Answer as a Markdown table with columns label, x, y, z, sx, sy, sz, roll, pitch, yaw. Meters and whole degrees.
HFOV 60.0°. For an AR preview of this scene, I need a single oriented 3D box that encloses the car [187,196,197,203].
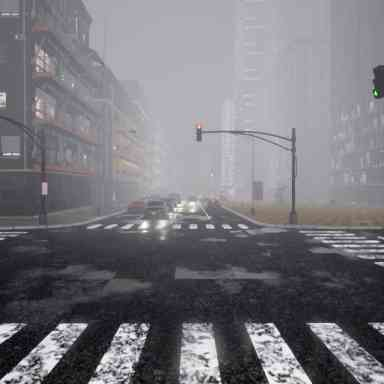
| label | x | y | z | sx | sy | sz | roll | pitch | yaw |
| --- | --- | --- | --- | --- | --- | --- | --- | --- | --- |
| car | 0.044 | 1.479 | 69.792 | 1.882 | 1.535 | 5.008 | 0 | 0 | 0 |

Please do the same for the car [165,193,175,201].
| label | x | y | z | sx | sy | sz | roll | pitch | yaw |
| --- | --- | --- | --- | --- | --- | --- | --- | --- | --- |
| car | -5.775 | 1.321 | 86.204 | 2.192 | 1.841 | 5.009 | -1 | 0 | 0 |

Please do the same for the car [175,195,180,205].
| label | x | y | z | sx | sy | sz | roll | pitch | yaw |
| --- | --- | --- | --- | --- | --- | --- | --- | --- | --- |
| car | -3.129 | 1.522 | 48.764 | 1.812 | 1.442 | 4.674 | 0 | 0 | 0 |

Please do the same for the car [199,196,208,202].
| label | x | y | z | sx | sy | sz | roll | pitch | yaw |
| --- | --- | --- | --- | --- | --- | --- | --- | --- | --- |
| car | 2.585 | 1.548 | 74.970 | 1.887 | 1.381 | 4.507 | -1 | 0 | 0 |

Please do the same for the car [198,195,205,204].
| label | x | y | z | sx | sy | sz | roll | pitch | yaw |
| --- | --- | --- | --- | --- | --- | --- | --- | --- | --- |
| car | 2.594 | 1.551 | 63.672 | 2.008 | 1.369 | 4.403 | -1 | 0 | 0 |

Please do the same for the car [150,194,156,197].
| label | x | y | z | sx | sy | sz | roll | pitch | yaw |
| --- | --- | --- | --- | --- | --- | --- | --- | --- | --- |
| car | -5.736 | 1.436 | 41.012 | 1.967 | 1.590 | 4.097 | -1 | 0 | 0 |

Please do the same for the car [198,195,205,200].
| label | x | y | z | sx | sy | sz | roll | pitch | yaw |
| --- | --- | --- | --- | --- | --- | --- | --- | --- | --- |
| car | 2.570 | 1.534 | 92.087 | 1.752 | 1.417 | 4.829 | -1 | 0 | 0 |

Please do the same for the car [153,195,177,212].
| label | x | y | z | sx | sy | sz | roll | pitch | yaw |
| --- | --- | --- | --- | --- | --- | --- | --- | --- | --- |
| car | -3.127 | 1.473 | 38.881 | 1.882 | 1.535 | 5.008 | 0 | 0 | 0 |

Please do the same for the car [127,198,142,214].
| label | x | y | z | sx | sy | sz | roll | pitch | yaw |
| --- | --- | --- | --- | --- | --- | --- | --- | --- | --- |
| car | -5.729 | 1.540 | 35.363 | 1.887 | 1.381 | 4.507 | -1 | 0 | 0 |

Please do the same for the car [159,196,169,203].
| label | x | y | z | sx | sy | sz | roll | pitch | yaw |
| --- | --- | --- | --- | --- | --- | --- | --- | --- | --- |
| car | -5.757 | 1.583 | 69.257 | 1.802 | 1.307 | 4.206 | -1 | 0 | 0 |

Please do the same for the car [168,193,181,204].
| label | x | y | z | sx | sy | sz | roll | pitch | yaw |
| --- | --- | --- | --- | --- | --- | --- | --- | --- | --- |
| car | -3.088 | 1.220 | 59.321 | 2.150 | 2.045 | 5.566 | 0 | 0 | 1 |

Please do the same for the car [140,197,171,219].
| label | x | y | z | sx | sy | sz | roll | pitch | yaw |
| --- | --- | --- | --- | --- | --- | --- | --- | --- | --- |
| car | -3.123 | 1.500 | 29.334 | 1.837 | 1.490 | 4.892 | 0 | 0 | 0 |

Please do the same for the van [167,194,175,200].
| label | x | y | z | sx | sy | sz | roll | pitch | yaw |
| --- | --- | --- | --- | --- | --- | --- | --- | --- | --- |
| van | -5.779 | 1.350 | 91.851 | 1.690 | 1.788 | 3.998 | -1 | 0 | 0 |

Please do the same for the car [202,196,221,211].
| label | x | y | z | sx | sy | sz | roll | pitch | yaw |
| --- | --- | --- | --- | --- | --- | --- | --- | --- | --- |
| car | 2.612 | 1.540 | 41.076 | 1.887 | 1.381 | 4.507 | -1 | 0 | 0 |
